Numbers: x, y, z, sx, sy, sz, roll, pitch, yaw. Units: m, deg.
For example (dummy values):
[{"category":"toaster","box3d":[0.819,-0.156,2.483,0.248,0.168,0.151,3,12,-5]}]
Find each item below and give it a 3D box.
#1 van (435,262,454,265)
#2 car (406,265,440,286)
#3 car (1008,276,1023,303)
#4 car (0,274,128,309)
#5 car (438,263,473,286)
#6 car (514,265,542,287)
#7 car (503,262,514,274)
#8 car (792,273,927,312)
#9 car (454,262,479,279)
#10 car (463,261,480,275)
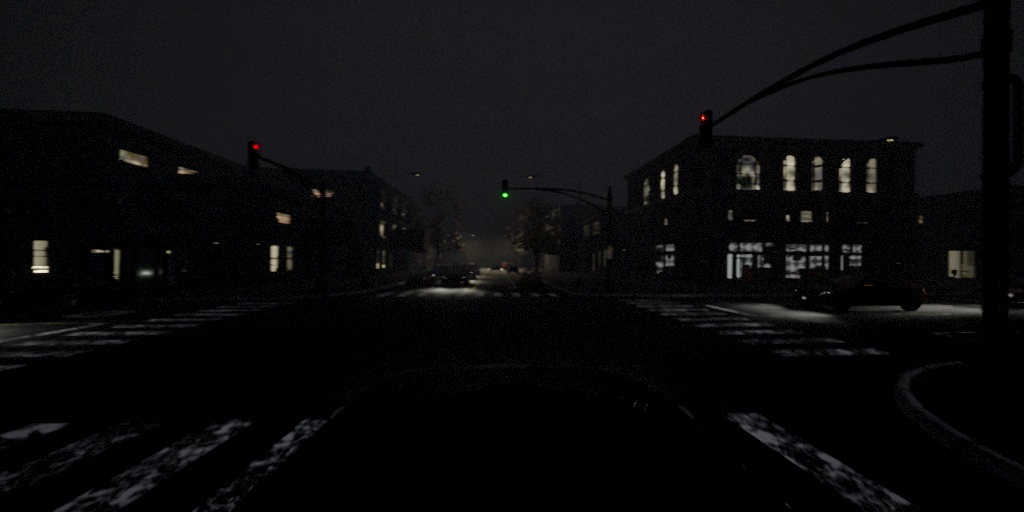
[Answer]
[{"category":"van","box3d":[-7.509,1.511,38.913,1.690,1.789,3.998,0,0,-3]},{"category":"car","box3d":[-6.992,1.607,27.834,1.802,1.307,4.207,0,0,-3]},{"category":"car","box3d":[23.311,1.377,15.213,4.902,1.511,2.128,0,0,-4]},{"category":"car","box3d":[-18.914,1.440,15.079,4.313,1.339,1.948,0,0,-4]},{"category":"car","box3d":[-4.430,1.545,28.724,1.882,1.535,5.008,1,-1,-3]},{"category":"car","box3d":[1.371,1.654,28.392,1.751,1.417,4.829,0,0,-3]},{"category":"car","box3d":[0.087,2.041,55.922,2.007,1.370,4.403,0,0,-3]},{"category":"car","box3d":[14.098,1.407,14.619,4.674,1.442,1.812,0,0,-4]},{"category":"car","box3d":[-4.901,1.676,38.755,1.882,1.535,5.008,1,-1,-2]},{"category":"car","box3d":[-5.356,1.808,48.808,1.882,1.535,5.008,1,-1,-3]}]
